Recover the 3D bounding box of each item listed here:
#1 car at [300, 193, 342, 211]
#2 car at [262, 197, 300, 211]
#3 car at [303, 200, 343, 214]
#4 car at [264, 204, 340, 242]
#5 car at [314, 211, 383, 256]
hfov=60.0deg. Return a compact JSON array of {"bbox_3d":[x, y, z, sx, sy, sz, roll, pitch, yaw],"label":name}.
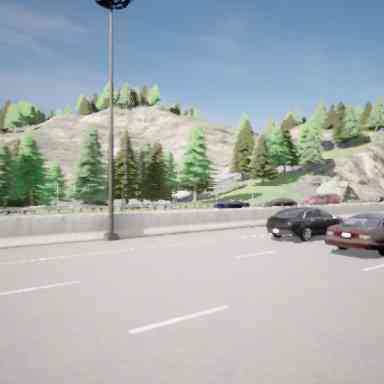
[{"bbox_3d":[16.076,1.211,41.214,5.566,2.045,2.150,0,0,-35],"label":"car"},{"bbox_3d":[11.291,1.465,42.107,5.008,1.535,1.882,0,0,-35],"label":"car"},{"bbox_3d":[13.934,1.556,35.395,4.181,1.385,1.994,0,0,-35],"label":"car"},{"bbox_3d":[5.764,1.501,16.438,4.892,1.490,1.837,0,0,-36],"label":"car"},{"bbox_3d":[7.380,1.546,13.082,5.357,1.411,2.033,0,0,-37],"label":"car"}]
